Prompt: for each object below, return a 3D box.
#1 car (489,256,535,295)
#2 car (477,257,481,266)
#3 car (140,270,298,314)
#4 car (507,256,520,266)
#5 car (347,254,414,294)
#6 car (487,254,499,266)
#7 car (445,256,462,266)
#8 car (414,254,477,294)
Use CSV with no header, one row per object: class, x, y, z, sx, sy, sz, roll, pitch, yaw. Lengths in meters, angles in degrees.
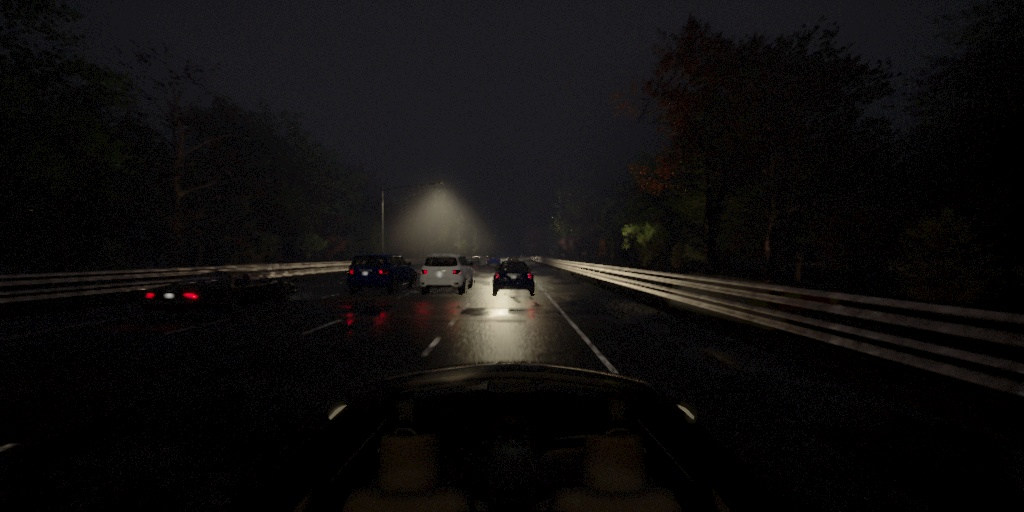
car,0.083,1.024,19.440,2.097,1.767,4.553,0,0,0
car,-6.722,0.976,64.622,2.128,1.511,4.902,0,0,0
car,-10.432,1.245,13.423,2.033,1.411,5.357,0,0,0
car,0.272,0.840,63.406,2.097,1.767,4.553,0,0,0
car,-6.915,0.894,19.575,2.150,2.045,5.566,0,0,0
car,-3.226,0.708,64.300,2.150,2.045,5.566,0,0,0
car,-10.233,0.842,62.823,2.097,1.767,4.553,0,0,0
car,-3.415,0.894,19.583,2.150,2.045,5.566,0,0,0
